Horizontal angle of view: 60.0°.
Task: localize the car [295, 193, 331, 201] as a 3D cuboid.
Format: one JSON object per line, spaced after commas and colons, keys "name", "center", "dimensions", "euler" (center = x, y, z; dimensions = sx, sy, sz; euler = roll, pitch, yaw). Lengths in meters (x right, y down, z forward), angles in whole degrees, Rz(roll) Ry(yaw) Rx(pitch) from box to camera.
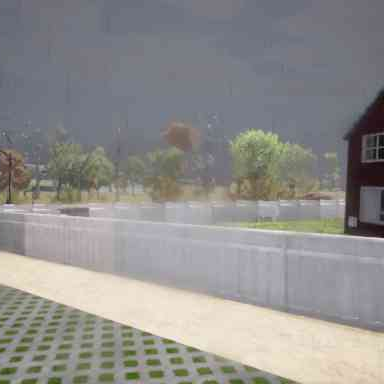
{"name": "car", "center": [16.400, 0.936, 45.062], "dimensions": [5.008, 1.535, 1.882], "euler": [0, 2, -18]}
